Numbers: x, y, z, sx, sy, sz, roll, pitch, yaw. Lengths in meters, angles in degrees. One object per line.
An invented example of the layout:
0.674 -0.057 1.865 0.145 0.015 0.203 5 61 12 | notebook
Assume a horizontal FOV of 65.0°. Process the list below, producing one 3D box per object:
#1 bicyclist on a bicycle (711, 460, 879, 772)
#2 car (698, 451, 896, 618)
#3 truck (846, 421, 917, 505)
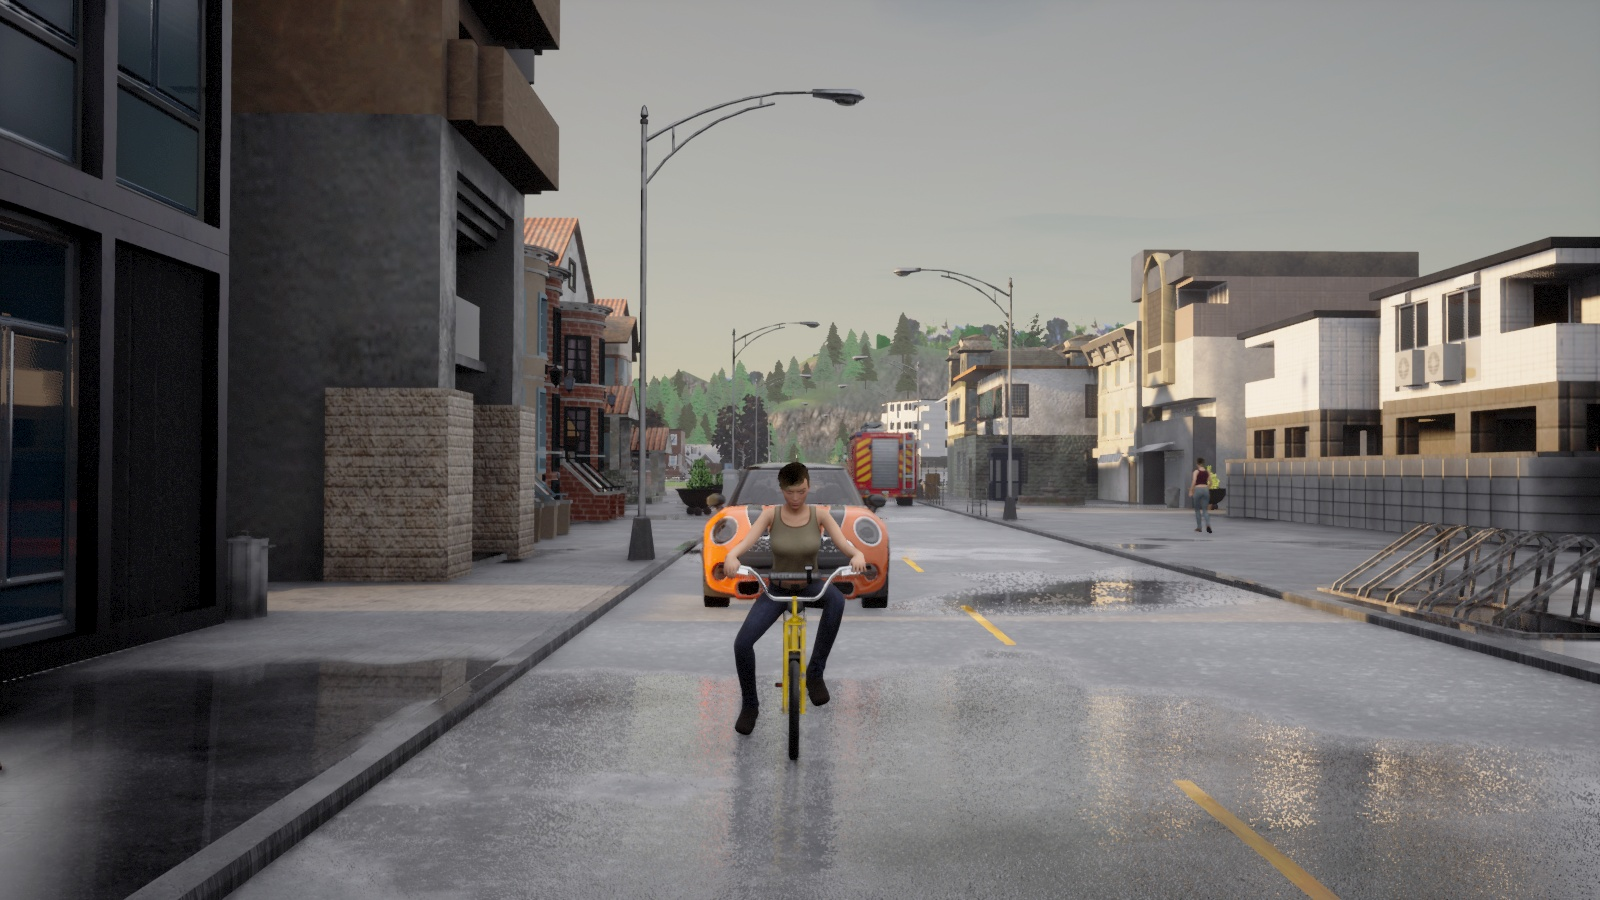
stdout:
-0.023 0.873 7.277 0.866 1.612 1.509 0 -1 0 | bicyclist on a bicycle
-0.040 0.935 15.599 2.097 1.767 4.553 0 -1 0 | car
3.842 0.659 61.173 2.891 3.827 8.468 0 -1 0 | truck
